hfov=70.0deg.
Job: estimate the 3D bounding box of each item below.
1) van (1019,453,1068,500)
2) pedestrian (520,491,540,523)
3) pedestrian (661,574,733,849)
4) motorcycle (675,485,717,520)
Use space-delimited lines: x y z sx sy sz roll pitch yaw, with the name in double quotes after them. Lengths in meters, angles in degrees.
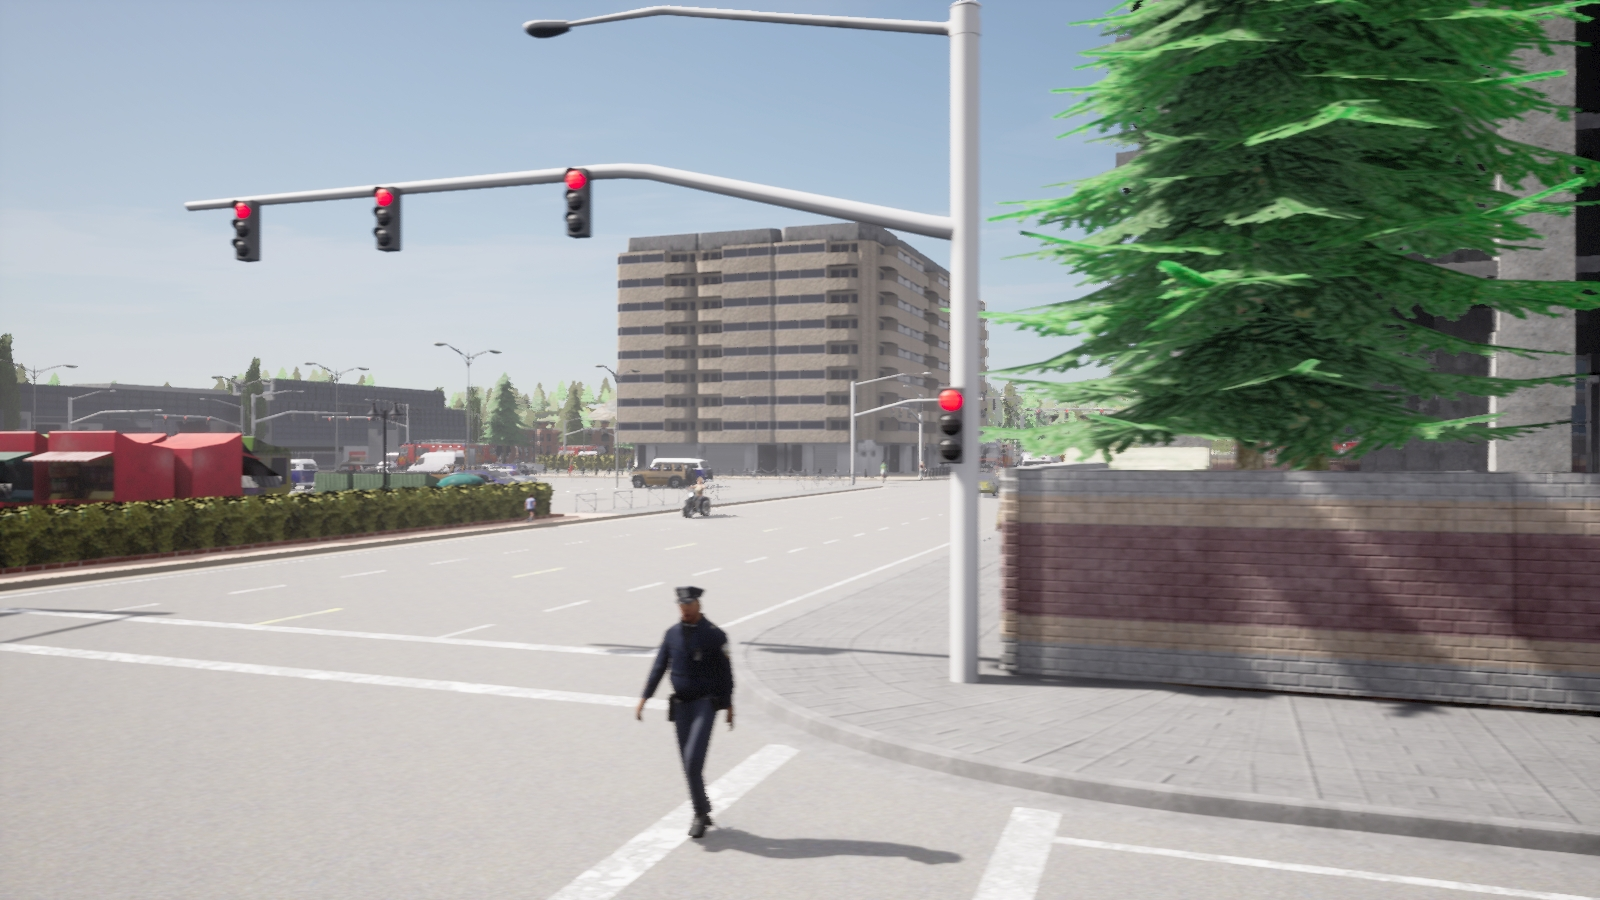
14.157 1.480 66.199 1.988 2.561 5.915 0 0 19 "van"
-9.601 2.017 40.596 0.500 1.100 0.500 0 0 18 "pedestrian"
-0.736 1.848 8.196 0.375 1.860 0.375 0 0 23 "pedestrian"
-4.156 2.098 46.013 0.764 1.307 2.356 0 0 20 "motorcycle"
